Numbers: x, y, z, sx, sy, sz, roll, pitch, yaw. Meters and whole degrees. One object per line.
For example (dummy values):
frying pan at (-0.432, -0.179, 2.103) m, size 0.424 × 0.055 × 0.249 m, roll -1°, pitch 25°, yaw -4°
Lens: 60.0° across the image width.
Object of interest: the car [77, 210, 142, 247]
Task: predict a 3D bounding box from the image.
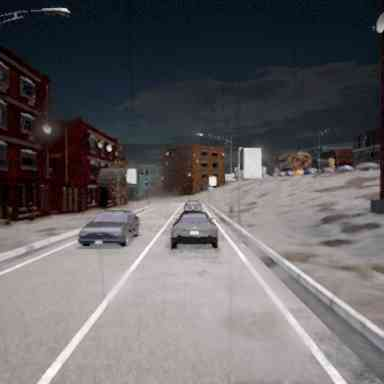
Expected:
car at (-3.538, 1.539, 15.352) m, size 2.033 × 1.411 × 5.357 m, roll 0°, pitch 0°, yaw 0°

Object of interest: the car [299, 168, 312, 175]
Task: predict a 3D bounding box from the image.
car at (22.900, -3.814, 63.504) m, size 2.185 × 1.767 × 4.553 m, roll 0°, pitch 1°, yaw -5°

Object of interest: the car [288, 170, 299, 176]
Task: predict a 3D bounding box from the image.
car at (22.430, -3.791, 69.009) m, size 2.097 × 1.535 × 5.008 m, roll 0°, pitch 1°, yaw -4°

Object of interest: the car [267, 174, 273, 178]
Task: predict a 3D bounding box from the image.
car at (21.712, -4.072, 85.606) m, size 2.231 × 1.521 × 4.892 m, roll 0°, pitch 1°, yaw -1°

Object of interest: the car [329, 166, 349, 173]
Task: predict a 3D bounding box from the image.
car at (24.225, -3.440, 52.340) m, size 2.002 × 1.452 × 4.674 m, roll 0°, pitch 1°, yaw -7°

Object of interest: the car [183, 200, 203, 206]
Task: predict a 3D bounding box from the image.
car at (0.093, 1.528, 33.279) m, size 2.033 × 1.411 × 5.357 m, roll 0°, pitch 0°, yaw 0°

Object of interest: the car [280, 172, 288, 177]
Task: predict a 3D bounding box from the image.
car at (22.076, -3.855, 74.546) m, size 2.002 × 1.452 × 4.674 m, roll 0°, pitch 1°, yaw -3°

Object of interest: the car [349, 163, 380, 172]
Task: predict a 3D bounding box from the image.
car at (25.031, -3.378, 46.979) m, size 2.231 × 1.521 × 4.892 m, roll 0°, pitch 1°, yaw -9°

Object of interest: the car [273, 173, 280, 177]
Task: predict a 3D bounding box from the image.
car at (21.842, -3.992, 80.088) m, size 2.231 × 1.521 × 4.892 m, roll 0°, pitch 1°, yaw -1°

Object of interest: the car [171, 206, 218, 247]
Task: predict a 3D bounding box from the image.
car at (0.097, 1.555, 14.963) m, size 1.994 × 1.385 × 4.181 m, roll 0°, pitch 0°, yaw 0°

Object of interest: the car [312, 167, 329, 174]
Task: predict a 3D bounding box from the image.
car at (23.521, -3.553, 57.813) m, size 2.163 × 1.488 × 4.792 m, roll 0°, pitch 1°, yaw -6°
